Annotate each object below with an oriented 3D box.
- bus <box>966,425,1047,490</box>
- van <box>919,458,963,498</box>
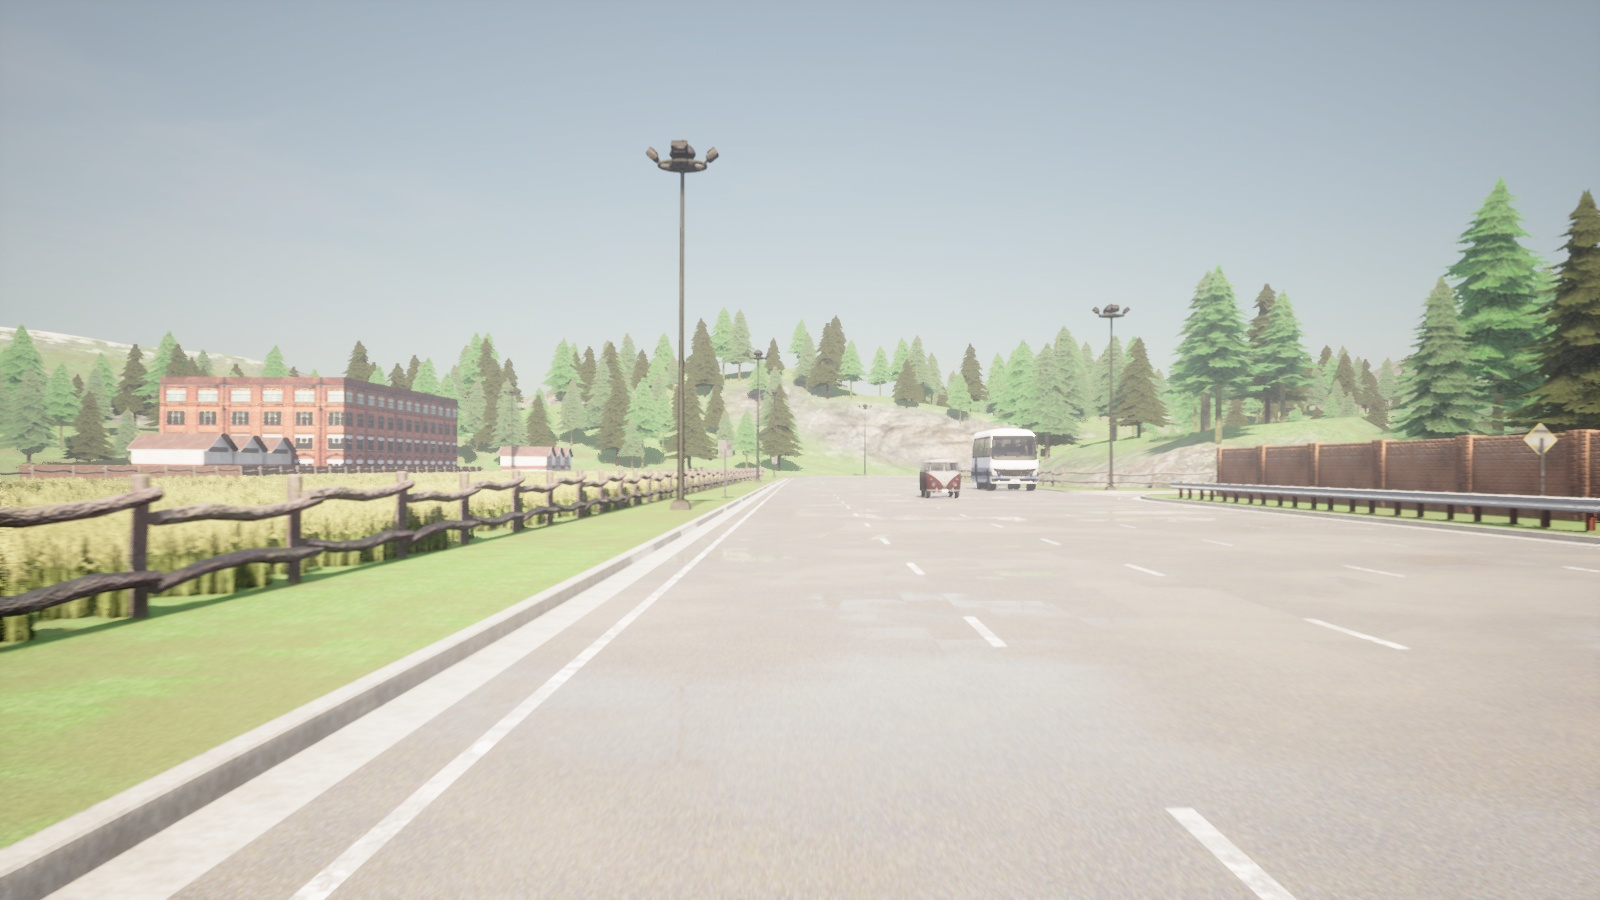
[{"bbox_3d":[14.254,0.563,87.658,3.944,4.253,10.273,0,-1,0],"label":"bus"},{"bbox_3d":[7.182,1.406,64.494,1.775,1.987,4.442,0,-1,0],"label":"van"}]
